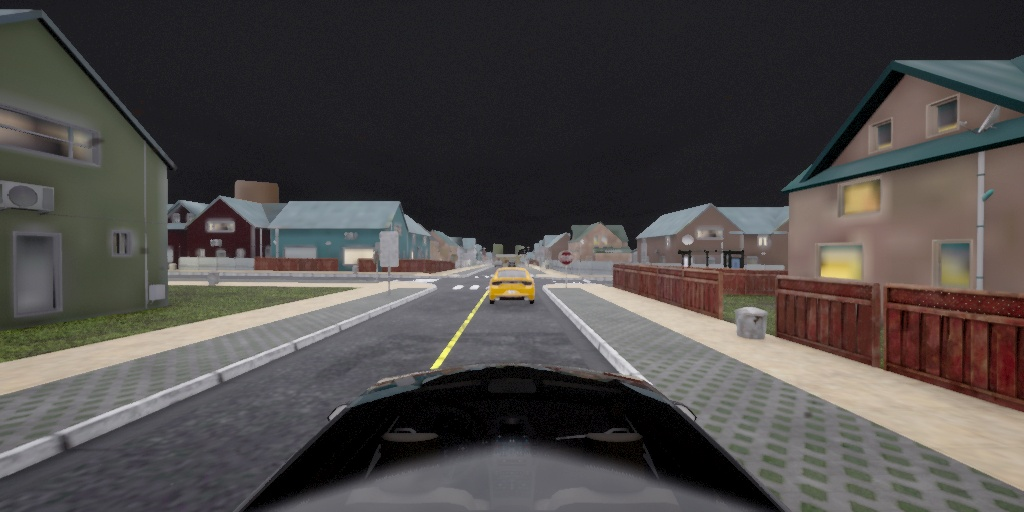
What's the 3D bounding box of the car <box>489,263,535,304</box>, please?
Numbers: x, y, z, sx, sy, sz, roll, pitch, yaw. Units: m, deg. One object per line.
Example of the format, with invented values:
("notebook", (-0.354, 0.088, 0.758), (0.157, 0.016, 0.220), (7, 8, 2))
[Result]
("car", (0.000, 1.258, 16.503), (1.882, 1.535, 5.008), (0, 0, 0))
